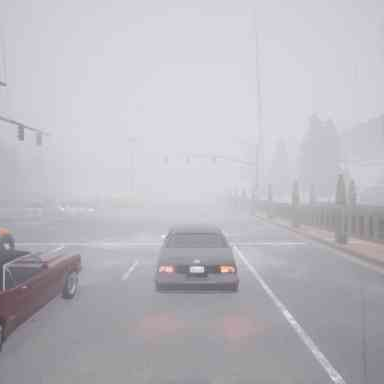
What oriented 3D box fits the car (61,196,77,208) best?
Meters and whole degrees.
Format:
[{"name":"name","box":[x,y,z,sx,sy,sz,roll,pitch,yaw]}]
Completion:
[{"name":"car","box":[-17.619,1.525,49.410,1.812,1.442,4.674,0,0,0]}]

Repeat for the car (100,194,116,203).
[{"name":"car","box":[-17.556,1.354,69.743,2.097,1.767,4.553,0,0,0]}]

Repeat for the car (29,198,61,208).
[{"name":"car","box":[-21.136,1.546,47.398,2.033,1.411,5.357,0,0,0]}]

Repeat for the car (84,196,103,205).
[{"name":"car","box":[-17.612,1.476,59.445,1.882,1.535,5.008,0,0,1]}]

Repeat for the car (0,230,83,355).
[{"name":"car","box":[-3.404,1.601,5.496,1.895,1.301,4.718,0,0,0]}]

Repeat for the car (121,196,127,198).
[{"name":"car","box":[-14.056,1.490,67.802,2.128,1.511,4.902,0,0,0]}]

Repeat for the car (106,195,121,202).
[{"name":"car","box":[-14.121,1.600,57.358,1.895,1.301,4.718,0,0,0]}]

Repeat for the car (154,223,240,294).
[{"name":"car","box":[0.093,1.547,8.951,2.033,1.411,5.357,0,0,0]}]

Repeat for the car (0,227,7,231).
[{"name":"car","box":[-6.907,1.352,9.161,2.097,1.767,4.553,0,0,0]}]

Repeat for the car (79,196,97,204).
[{"name":"car","box":[-21.054,1.524,67.609,2.128,1.511,4.902,0,0,0]}]

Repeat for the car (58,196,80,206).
[{"name":"car","box":[-21.117,1.476,57.268,1.882,1.535,5.008,0,0,0]}]

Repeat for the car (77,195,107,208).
[{"name":"car","box":[-14.136,1.546,47.286,2.033,1.411,5.357,0,0,0]}]
